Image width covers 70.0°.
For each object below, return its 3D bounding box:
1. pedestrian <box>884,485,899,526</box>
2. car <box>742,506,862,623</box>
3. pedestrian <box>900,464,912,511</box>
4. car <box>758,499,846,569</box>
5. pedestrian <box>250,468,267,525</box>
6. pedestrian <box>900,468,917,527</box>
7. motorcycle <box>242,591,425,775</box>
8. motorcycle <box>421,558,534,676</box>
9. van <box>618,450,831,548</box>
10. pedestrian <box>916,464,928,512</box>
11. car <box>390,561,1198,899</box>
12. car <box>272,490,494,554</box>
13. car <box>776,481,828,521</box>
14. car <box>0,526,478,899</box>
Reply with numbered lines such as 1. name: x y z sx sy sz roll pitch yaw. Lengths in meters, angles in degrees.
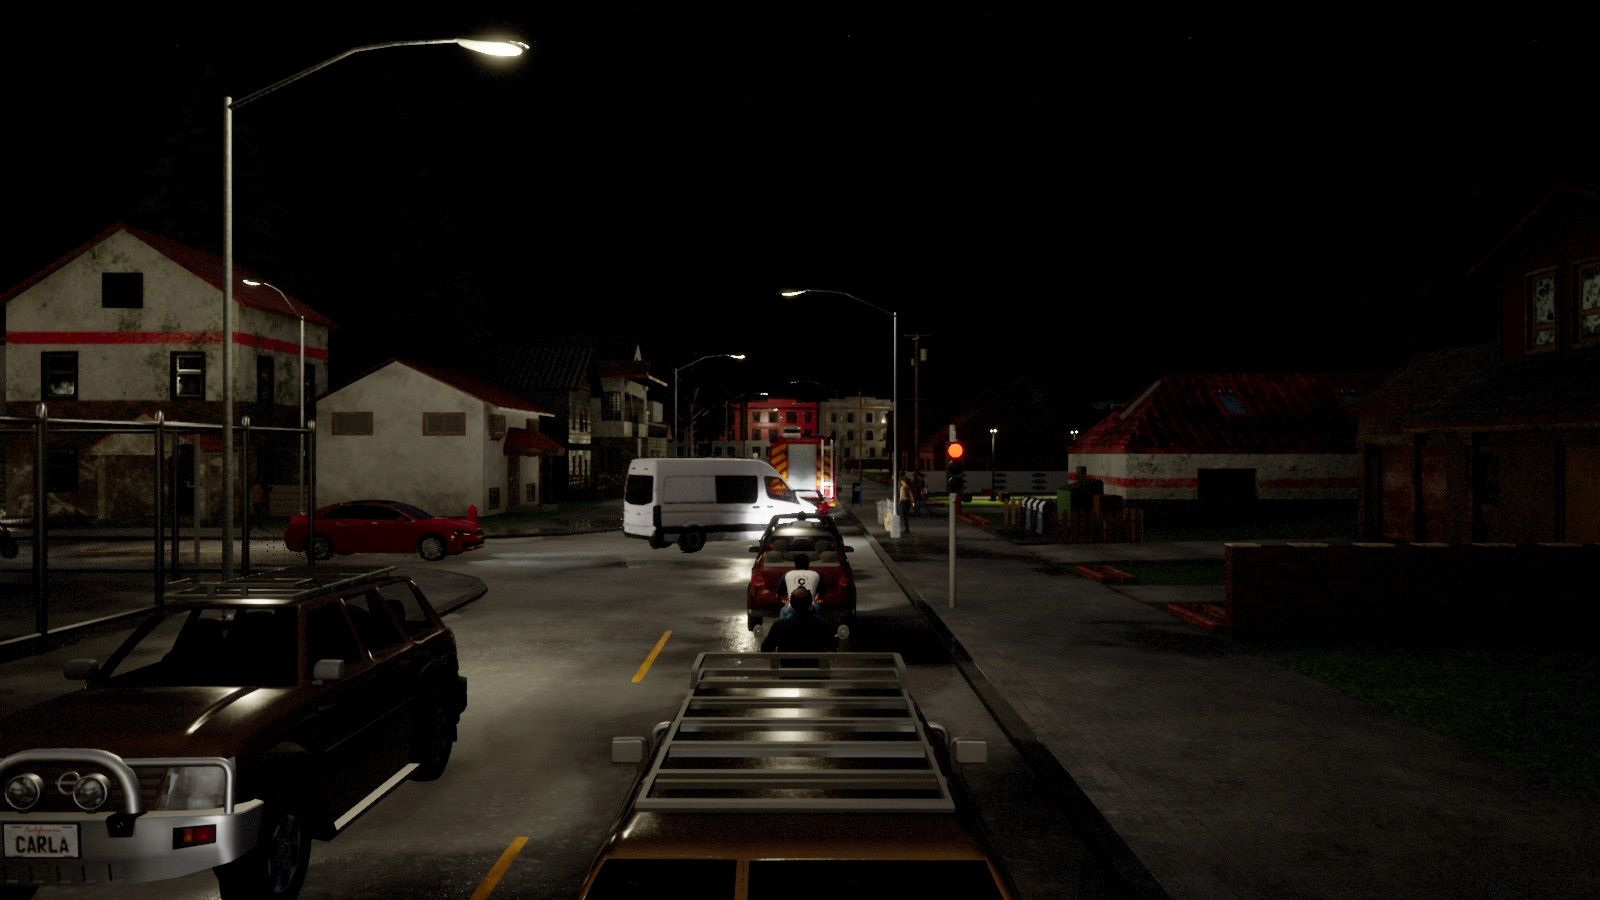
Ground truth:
1. pedestrian: 2.950 1.790 36.911 0.375 1.300 0.375 0 0 30
2. car: 0.027 1.798 18.824 1.789 1.549 3.705 0 0 0
3. pedestrian: 4.281 1.506 46.210 0.375 1.860 0.375 0 0 32
4. car: 0.043 1.925 27.040 1.895 1.301 4.718 0 0 0
5. pedestrian: -17.772 1.510 37.529 0.375 1.860 0.375 0 0 1
6. pedestrian: 3.451 1.512 36.376 0.375 1.860 0.375 0 0 -39
7. motorcycle: -3.994 1.958 9.954 0.856 1.236 1.805 0 0 0
8. motorcycle: -3.894 1.987 13.966 0.803 1.145 2.033 0 0 0
9. van: -2.070 1.301 32.644 5.915 2.561 1.988 0 0 -36
10. pedestrian: 4.860 1.507 45.507 0.375 1.860 0.375 0 0 34
11. car: -0.006 1.641 5.035 1.932 1.855 4.605 0 0 0
12. car: -10.627 1.831 29.402 4.892 1.480 2.231 0 0 1
13. car: 0.076 1.918 43.820 1.895 1.301 4.718 0 0 0
14. car: -3.983 1.640 8.349 1.932 1.855 4.605 0 0 0
